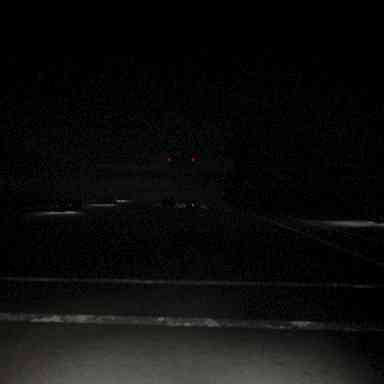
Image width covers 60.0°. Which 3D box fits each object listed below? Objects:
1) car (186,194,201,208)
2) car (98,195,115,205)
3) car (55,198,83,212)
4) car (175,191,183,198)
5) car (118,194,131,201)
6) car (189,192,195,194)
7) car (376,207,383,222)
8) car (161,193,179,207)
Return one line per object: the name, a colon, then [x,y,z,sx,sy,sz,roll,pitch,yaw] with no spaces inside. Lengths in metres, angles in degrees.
car: [0.103,1.393,44.884,1.812,1.442,4.674,0,1,0]
car: [-14.060,1.254,54.851,1.837,1.490,4.892,0,0,0]
car: [-14.093,1.429,38.482,1.837,1.490,4.892,0,0,0]
car: [-3.495,0.539,84.811,2.097,1.767,4.553,0,1,0]
car: [-13.996,1.048,69.173,2.033,1.411,5.357,0,1,0]
car: [0.005,0.799,80.295,1.812,1.442,4.674,0,1,0]
car: [15.833,1.343,23.958,4.553,1.767,2.097,0,0,-2]
car: [-3.397,1.293,49.017,1.882,1.535,5.008,0,1,0]
